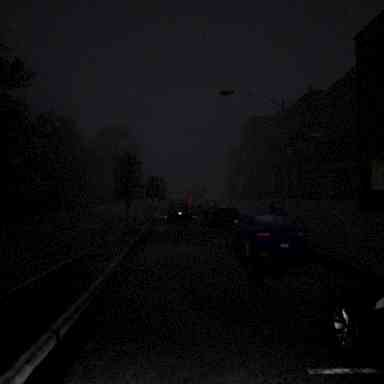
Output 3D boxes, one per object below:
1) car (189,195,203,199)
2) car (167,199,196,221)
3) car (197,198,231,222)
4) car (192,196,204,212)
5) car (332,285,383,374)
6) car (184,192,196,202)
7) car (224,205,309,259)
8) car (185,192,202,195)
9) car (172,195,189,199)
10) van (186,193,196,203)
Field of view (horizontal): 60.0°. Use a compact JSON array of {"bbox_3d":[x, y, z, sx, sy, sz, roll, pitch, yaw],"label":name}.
[{"bbox_3d":[0.940,1.484,45.811,2.163,1.488,4.792,0,0,-3],"label":"car"},{"bbox_3d":[-1.002,1.568,26.957,1.994,1.385,4.181,0,0,-3],"label":"car"},{"bbox_3d":[1.838,1.524,29.163,2.002,1.452,4.674,0,0,-3],"label":"car"},{"bbox_3d":[1.537,1.506,34.732,2.163,1.488,4.792,0,0,-3],"label":"car"},{"bbox_3d":[3.057,1.512,3.051,2.163,1.488,4.792,0,0,0],"label":"car"},{"bbox_3d":[-0.555,1.095,73.500,2.435,2.045,5.566,0,0,-3],"label":"car"},{"bbox_3d":[2.728,1.491,12.644,2.097,1.535,5.008,0,0,-2],"label":"car"},{"bbox_3d":[0.642,1.187,51.347,2.435,2.045,5.566,0,0,-3],"label":"car"},{"bbox_3d":[-1.855,1.470,42.850,2.128,1.511,4.902,0,0,-3],"label":"car"},{"bbox_3d":[-0.260,1.148,68.051,1.878,1.987,4.442,0,0,-3],"label":"van"}]
